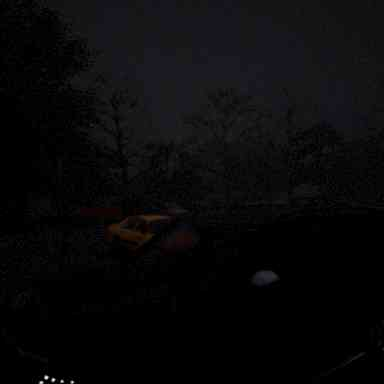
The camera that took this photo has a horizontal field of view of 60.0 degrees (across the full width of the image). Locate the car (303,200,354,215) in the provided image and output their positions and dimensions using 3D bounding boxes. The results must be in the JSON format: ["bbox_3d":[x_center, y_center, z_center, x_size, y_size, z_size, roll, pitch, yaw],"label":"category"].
[{"bbox_3d":[16.194,1.816,39.734,1.946,1.575,5.366,1,-1,-36],"label":"car"}]

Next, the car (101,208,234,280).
[{"bbox_3d":[-1.148,1.455,11.233,1.946,1.575,5.366,0,0,-36],"label":"car"}]

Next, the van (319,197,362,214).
[{"bbox_3d":[18.407,1.630,41.401,1.878,1.987,4.442,1,-1,-36],"label":"van"}]

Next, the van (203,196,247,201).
[{"bbox_3d":[2.505,1.370,30.306,1.878,1.987,4.442,1,-1,-36],"label":"van"}]

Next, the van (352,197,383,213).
[{"bbox_3d":[25.015,1.803,46.418,1.878,1.987,4.442,2,-1,-36],"label":"van"}]

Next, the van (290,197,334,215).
[{"bbox_3d":[13.767,1.556,38.368,1.878,1.987,4.442,1,-1,-36],"label":"van"}]

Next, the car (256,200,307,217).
[{"bbox_3d":[9.331,1.707,35.042,2.097,1.535,5.008,1,-1,-36],"label":"car"}]

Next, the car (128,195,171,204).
[{"bbox_3d":[-4.197,1.241,25.399,2.435,2.045,5.566,0,0,-36],"label":"car"}]

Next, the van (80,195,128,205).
[{"bbox_3d":[-6.601,1.245,23.788,1.878,1.987,4.442,0,0,-36],"label":"van"}]

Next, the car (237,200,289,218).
[{"bbox_3d":[6.977,1.668,33.357,2.097,1.535,5.008,1,-1,-36],"label":"car"}]

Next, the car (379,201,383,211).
[{"bbox_3d":[31.835,2.274,51.150,2.097,1.535,5.008,2,-1,-36],"label":"car"}]

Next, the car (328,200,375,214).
[{"bbox_3d":[20.586,1.893,43.111,2.097,1.535,5.008,1,-1,-36],"label":"car"}]

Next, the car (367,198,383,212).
[{"bbox_3d":[29.501,1.937,49.452,2.435,2.045,5.566,2,-1,-36],"label":"car"}]

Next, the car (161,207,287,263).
[{"bbox_3d":[0.992,1.472,13.000,2.231,1.521,4.892,0,0,-36],"label":"car"}]

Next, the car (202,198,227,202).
[{"bbox_3d":[0.321,1.560,28.591,2.231,1.521,4.892,1,-1,-36],"label":"car"}]

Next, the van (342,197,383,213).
[{"bbox_3d":[22.791,1.718,44.540,1.878,1.987,4.442,2,-1,-36],"label":"van"}]

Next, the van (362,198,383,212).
[{"bbox_3d":[27.164,1.881,47.957,1.878,1.987,4.442,2,-1,-36],"label":"van"}]

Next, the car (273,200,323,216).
[{"bbox_3d":[11.584,1.746,36.654,2.231,1.521,4.892,1,-1,-36],"label":"car"}]

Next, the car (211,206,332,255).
[{"bbox_3d":[3.245,1.493,14.615,2.097,1.535,5.008,1,0,-36],"label":"car"}]

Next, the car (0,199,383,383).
[{"bbox_3d":[0.642,1.219,4.151,5.566,2.045,2.150,0,0,-36],"label":"car"}]

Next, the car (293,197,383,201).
[{"bbox_3d":[7.780,1.306,17.817,2.435,2.045,5.566,1,-1,-36],"label":"car"}]
